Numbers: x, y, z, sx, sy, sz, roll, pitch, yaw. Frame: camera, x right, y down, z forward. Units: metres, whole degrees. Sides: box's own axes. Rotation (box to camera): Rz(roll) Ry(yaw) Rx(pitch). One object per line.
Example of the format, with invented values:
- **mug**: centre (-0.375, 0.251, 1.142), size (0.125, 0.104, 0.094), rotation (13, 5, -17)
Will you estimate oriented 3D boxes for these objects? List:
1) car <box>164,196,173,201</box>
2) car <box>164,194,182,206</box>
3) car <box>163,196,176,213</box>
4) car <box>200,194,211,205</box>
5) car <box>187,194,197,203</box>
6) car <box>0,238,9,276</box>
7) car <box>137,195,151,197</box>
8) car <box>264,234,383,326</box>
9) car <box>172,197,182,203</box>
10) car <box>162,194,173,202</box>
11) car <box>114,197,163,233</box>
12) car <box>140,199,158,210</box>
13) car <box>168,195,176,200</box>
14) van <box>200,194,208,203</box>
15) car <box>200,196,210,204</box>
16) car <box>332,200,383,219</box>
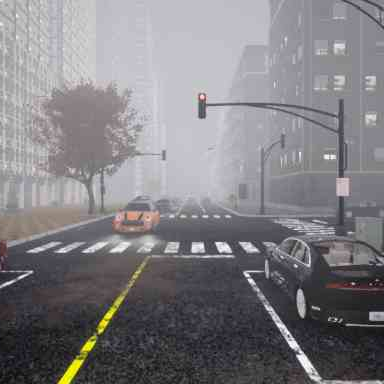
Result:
- **car**: centre (-5.781, 1.632, 83.525), size (2.008, 1.369, 4.403), rotation (0, 0, 0)
- **car**: centre (-3.148, 1.527, 53.550), size (2.128, 1.511, 4.902), rotation (0, 0, 0)
- **car**: centre (-3.141, 1.524, 37.383), size (1.837, 1.490, 4.892), rotation (0, 0, 0)
- **car**: centre (2.623, 1.610, 61.442), size (1.947, 1.339, 4.313), rotation (0, 0, 0)
- **car**: centre (-0.074, 1.602, 68.670), size (2.033, 1.411, 5.357), rotation (0, 0, 0)
- **car**: centre (-5.699, 1.545, 6.954), size (1.887, 1.381, 4.507), rotation (0, 0, 0)
- **car**: centre (-5.735, 1.336, 39.342), size (2.192, 1.841, 5.009), rotation (0, 0, 0)
- **car**: centre (2.681, 1.551, 6.963), size (2.008, 1.369, 4.403), rotation (0, 0, 0)
- **car**: centre (-3.075, 1.651, 69.385), size (1.895, 1.301, 4.718), rotation (0, 0, 0)
- **car**: centre (-5.776, 1.385, 78.002), size (2.192, 1.841, 5.009), rotation (0, 0, 0)
- **car**: centre (-3.123, 1.357, 19.607), size (2.097, 1.767, 4.553), rotation (0, 0, 0)
- **car**: centre (-5.740, 1.592, 44.865), size (1.947, 1.339, 4.313), rotation (0, 0, 0)
- **car**: centre (-5.793, 1.654, 94.571), size (2.008, 1.369, 4.403), rotation (0, 0, 0)
- **van**: centre (2.611, 1.402, 72.489), size (1.690, 1.788, 3.998), rotation (0, 0, 0)
- **car**: centre (2.617, 1.578, 67.135), size (1.752, 1.417, 4.829), rotation (0, 0, 0)
- **car**: centre (13.397, 1.350, 26.380), size (4.403, 1.369, 2.008), rotation (-1, 1, -1)
